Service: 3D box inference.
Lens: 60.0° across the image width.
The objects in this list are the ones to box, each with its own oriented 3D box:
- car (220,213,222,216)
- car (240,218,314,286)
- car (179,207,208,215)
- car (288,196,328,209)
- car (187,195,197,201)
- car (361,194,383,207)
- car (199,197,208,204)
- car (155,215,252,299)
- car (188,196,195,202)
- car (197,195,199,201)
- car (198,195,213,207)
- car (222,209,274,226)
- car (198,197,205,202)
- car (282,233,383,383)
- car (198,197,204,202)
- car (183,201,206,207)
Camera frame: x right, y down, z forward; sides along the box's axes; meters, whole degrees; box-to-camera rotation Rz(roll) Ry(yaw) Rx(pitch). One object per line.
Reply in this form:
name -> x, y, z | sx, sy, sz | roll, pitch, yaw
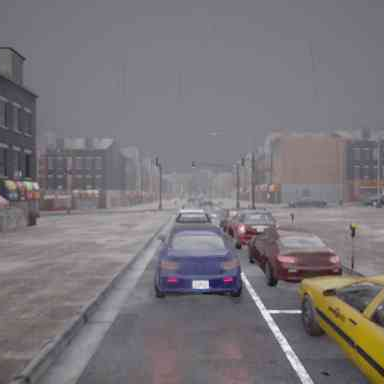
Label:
car -> 2.609, 1.646, 20.103 | 1.802, 1.307, 4.206 | 0, 0, 0
car -> 2.624, 1.608, 9.170 | 1.802, 1.307, 4.206 | 0, 0, 0
car -> 0.067, 1.652, 16.743 | 1.895, 1.301, 4.718 | 0, 0, 0
car -> 14.091, 1.248, 40.627 | 4.674, 1.442, 1.812 | -1, 0, 1
car -> -0.107, 1.958, 82.498 | 1.837, 1.490, 4.892 | 0, 0, 0
car -> 23.320, 0.988, 40.660 | 4.892, 1.490, 1.837 | -1, 0, 0
car -> 2.534, 1.835, 73.653 | 1.967, 1.590, 4.097 | -1, 0, 0
car -> 0.086, 1.549, 8.436 | 1.812, 1.442, 4.674 | 0, 0, -2
car -> -0.121, 1.911, 92.918 | 1.812, 1.442, 4.674 | 0, -1, 0
car -> 2.547, 1.629, 62.849 | 2.192, 1.841, 5.009 | -1, 0, 0
car -> 2.556, 1.715, 57.446 | 1.967, 1.590, 4.097 | -1, 0, 0
car -> 2.616, 1.484, 14.637 | 1.967, 1.590, 4.097 | 0, 0, 0
car -> 2.513, 2.055, 90.028 | 1.752, 1.417, 4.829 | -1, 0, 0
car -> 2.631, 1.536, 3.873 | 1.752, 1.417, 4.829 | 0, 0, 0
car -> 2.505, 2.102, 95.430 | 1.752, 1.417, 4.829 | -1, -1, 0
car -> -0.047, 1.706, 29.234 | 1.895, 1.301, 4.718 | 0, 0, -1
